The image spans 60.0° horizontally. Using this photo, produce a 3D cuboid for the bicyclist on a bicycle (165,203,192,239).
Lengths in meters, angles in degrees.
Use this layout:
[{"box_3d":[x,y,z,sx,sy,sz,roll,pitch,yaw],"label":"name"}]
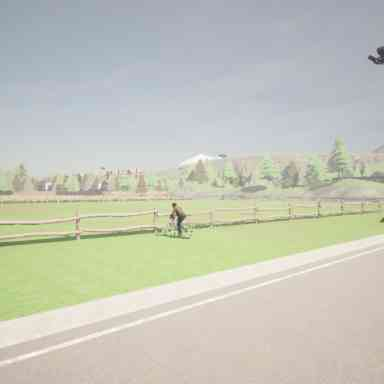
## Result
[{"box_3d":[-0.656,1.303,15.075,1.656,1.620,0.582,-3,-2,38],"label":"bicyclist on a bicycle"}]
